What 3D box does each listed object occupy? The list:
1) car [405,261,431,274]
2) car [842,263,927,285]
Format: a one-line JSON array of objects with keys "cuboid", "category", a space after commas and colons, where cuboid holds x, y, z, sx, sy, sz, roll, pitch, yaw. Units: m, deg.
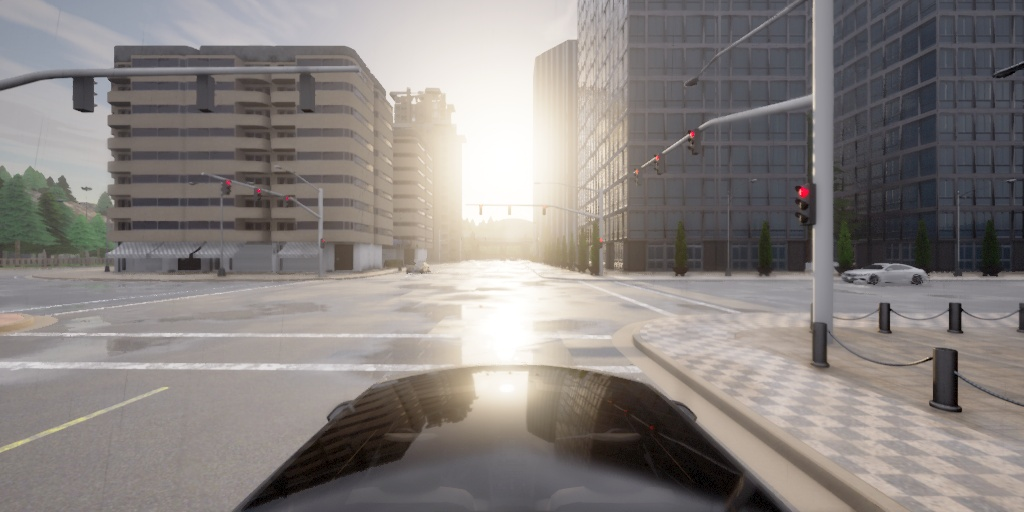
[{"cuboid": [-10.477, 1.326, 40.217, 1.812, 1.442, 4.674, 0, 1, 0], "category": "car"}, {"cuboid": [25.293, 1.218, 24.396, 4.674, 1.442, 1.812, 0, 0, 0], "category": "car"}]
